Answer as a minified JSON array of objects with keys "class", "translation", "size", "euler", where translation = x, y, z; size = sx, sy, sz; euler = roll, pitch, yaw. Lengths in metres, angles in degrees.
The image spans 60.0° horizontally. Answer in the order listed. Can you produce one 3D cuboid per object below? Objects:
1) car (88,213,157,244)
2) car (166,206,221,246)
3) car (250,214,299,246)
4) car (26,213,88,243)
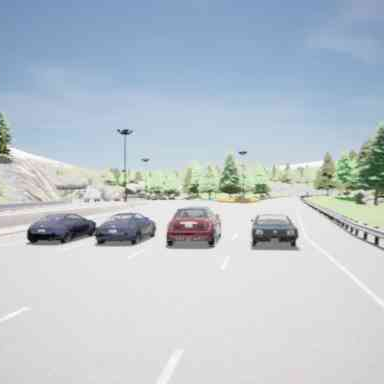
[{"class":"car","translation":[-3.193,1.727,16.817],"size":[1.994,1.385,4.181],"euler":[-1,0,10]},{"class":"car","translation":[0.221,1.456,16.034],"size":[2.097,1.767,4.553],"euler":[-1,-1,10]},{"class":"car","translation":[3.680,1.650,15.471],"size":[1.895,1.301,4.718],"euler":[-1,0,10]},{"class":"car","translation":[-6.641,1.784,17.427],"size":[1.994,1.385,4.181],"euler":[-1,0,10]}]
